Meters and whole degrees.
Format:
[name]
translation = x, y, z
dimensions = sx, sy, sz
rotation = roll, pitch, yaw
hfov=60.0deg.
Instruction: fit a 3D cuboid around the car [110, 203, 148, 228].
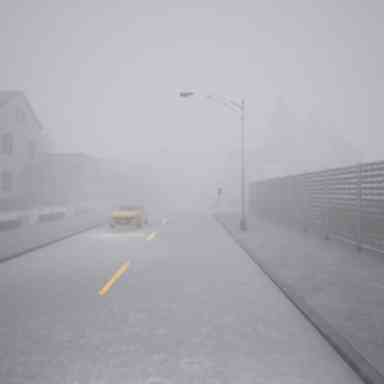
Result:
[car]
translation = -4.099, 1.489, 22.244
dimensions = 1.882, 1.535, 5.008
rotation = 0, 0, 0
